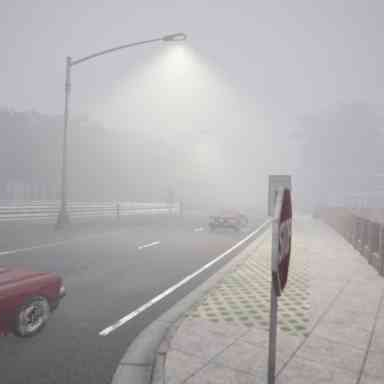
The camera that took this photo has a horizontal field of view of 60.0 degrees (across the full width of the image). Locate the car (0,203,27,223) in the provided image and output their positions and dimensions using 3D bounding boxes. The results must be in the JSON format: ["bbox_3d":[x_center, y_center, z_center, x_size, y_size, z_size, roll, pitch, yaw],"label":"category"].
[{"bbox_3d":[-13.412,1.336,21.900,1.837,1.490,4.892,2,0,34],"label":"car"}]

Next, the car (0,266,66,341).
[{"bbox_3d":[-3.821,1.578,4.057,1.895,1.301,4.718,2,0,21],"label":"car"}]

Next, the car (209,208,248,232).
[{"bbox_3d":[2.555,1.818,22.374,2.033,1.411,5.357,2,0,18],"label":"car"}]
